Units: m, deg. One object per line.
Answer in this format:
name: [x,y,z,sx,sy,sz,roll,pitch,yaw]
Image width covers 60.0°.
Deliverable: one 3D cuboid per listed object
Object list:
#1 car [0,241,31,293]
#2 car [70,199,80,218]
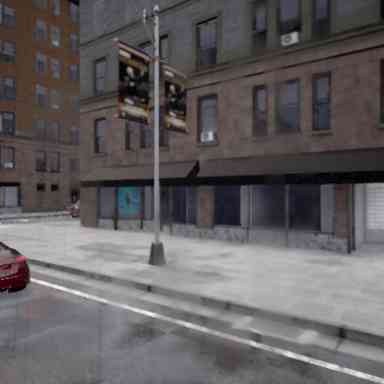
car: [-5.586,1.547,7.654,4.181,1.385,1.994,0,0,36]
car: [-8.146,1.342,28.803,2.097,1.767,4.553,0,0,36]
